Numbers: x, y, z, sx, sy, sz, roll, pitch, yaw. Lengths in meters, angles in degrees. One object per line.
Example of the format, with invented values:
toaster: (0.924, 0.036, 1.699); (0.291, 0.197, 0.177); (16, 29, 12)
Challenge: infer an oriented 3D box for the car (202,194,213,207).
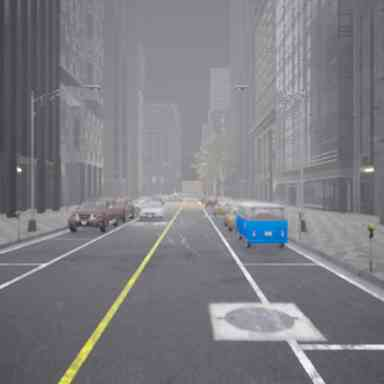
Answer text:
car: (2.840, 1.368, 48.143); (1.967, 1.590, 4.097); (0, 0, 0)

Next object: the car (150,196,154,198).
car: (-5.681, 1.474, 36.669); (1.752, 1.417, 4.829); (0, 0, 1)

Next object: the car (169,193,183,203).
car: (-3.028, 1.268, 69.271); (2.097, 1.767, 4.553); (0, 0, 0)

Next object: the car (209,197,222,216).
car: (2.854, 1.484, 31.426); (1.752, 1.417, 4.829); (0, 0, 1)

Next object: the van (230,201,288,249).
van: (2.854, 1.331, 14.301); (1.690, 1.788, 3.998); (0, 0, 0)

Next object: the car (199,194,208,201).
car: (2.826, 1.363, 81.979); (1.967, 1.590, 4.097); (0, 0, 0)

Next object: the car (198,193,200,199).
car: (2.833, 1.233, 65.061); (2.192, 1.841, 5.009); (0, 0, 0)

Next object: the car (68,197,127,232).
car: (-5.674, 1.296, 19.960); (2.192, 1.841, 5.009); (0, 0, 0)

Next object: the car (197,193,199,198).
car: (2.830, 1.234, 70.699); (2.192, 1.841, 5.009); (0, 0, 0)

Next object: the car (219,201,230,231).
car: (2.852, 1.507, 20.113); (1.752, 1.417, 4.829); (0, 0, 0)

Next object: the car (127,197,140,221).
car: (-5.676, 1.286, 25.600); (2.192, 1.841, 5.009); (0, 0, 0)

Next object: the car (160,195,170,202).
car: (-5.695, 1.359, 70.710); (1.967, 1.590, 4.097); (0, 0, 0)

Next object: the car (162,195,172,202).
car: (-5.697, 1.465, 76.349); (1.887, 1.381, 4.507); (0, 0, 0)

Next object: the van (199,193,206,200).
van: (2.824, 1.266, 87.619); (1.690, 1.788, 3.998); (0, 0, 0)

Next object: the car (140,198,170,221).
car: (-3.108, 1.494, 26.966); (1.812, 1.442, 4.674); (0, 0, 0)

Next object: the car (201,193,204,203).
car: (2.838, 1.362, 53.781); (1.967, 1.590, 4.097); (0, 0, 0)

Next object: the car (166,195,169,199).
car: (-5.690, 1.484, 59.432); (1.947, 1.339, 4.313); (0, 0, 0)

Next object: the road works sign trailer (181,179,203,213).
road works sign trailer: (-0.014, 0.413, 36.080); (2.380, 3.560, 2.880); (0, 0, 0)

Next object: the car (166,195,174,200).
car: (-5.702, 1.506, 87.627); (1.802, 1.307, 4.206); (0, 0, 0)

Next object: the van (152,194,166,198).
van: (-5.687, 1.262, 53.793); (1.690, 1.788, 3.998); (0, 0, 0)
